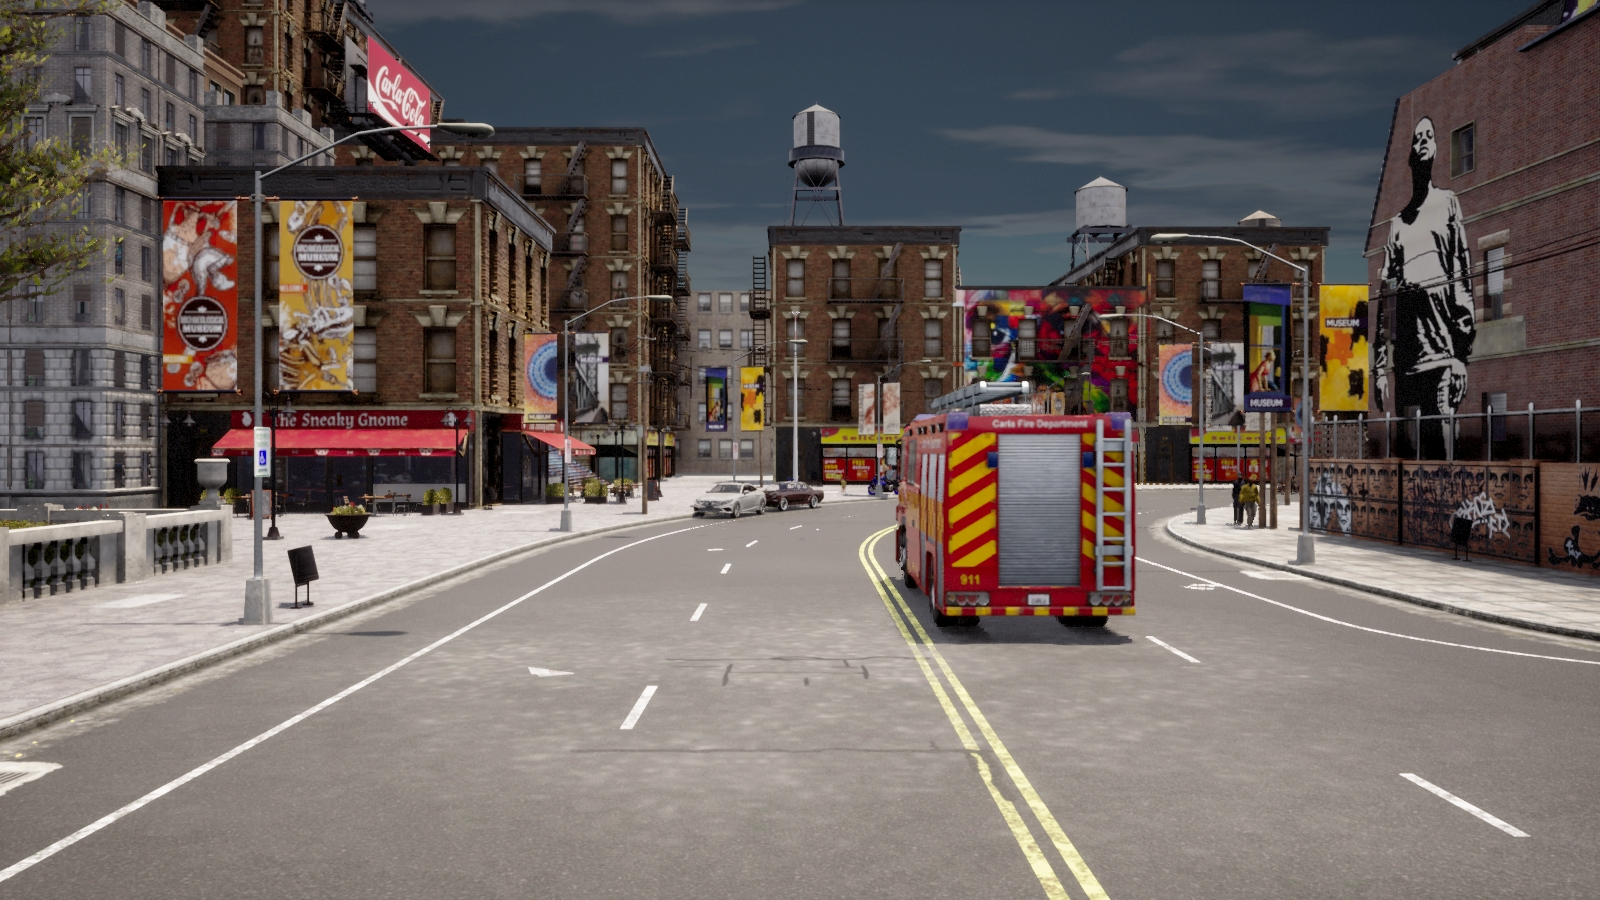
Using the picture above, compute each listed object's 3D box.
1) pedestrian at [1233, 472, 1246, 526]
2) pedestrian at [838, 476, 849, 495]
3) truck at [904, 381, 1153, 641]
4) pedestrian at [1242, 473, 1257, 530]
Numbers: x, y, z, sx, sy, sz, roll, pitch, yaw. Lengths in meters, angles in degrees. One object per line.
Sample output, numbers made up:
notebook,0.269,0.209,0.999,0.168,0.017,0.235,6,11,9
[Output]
pedestrian,15.395,1.712,39.995,0.375,1.860,0.375,0,0,28
pedestrian,2.564,2.103,67.196,0.500,1.100,0.500,0,0,30
truck,3.750,0.899,21.042,2.891,3.827,8.468,0,0,0
pedestrian,14.949,1.711,37.992,0.375,1.860,0.375,0,0,6
